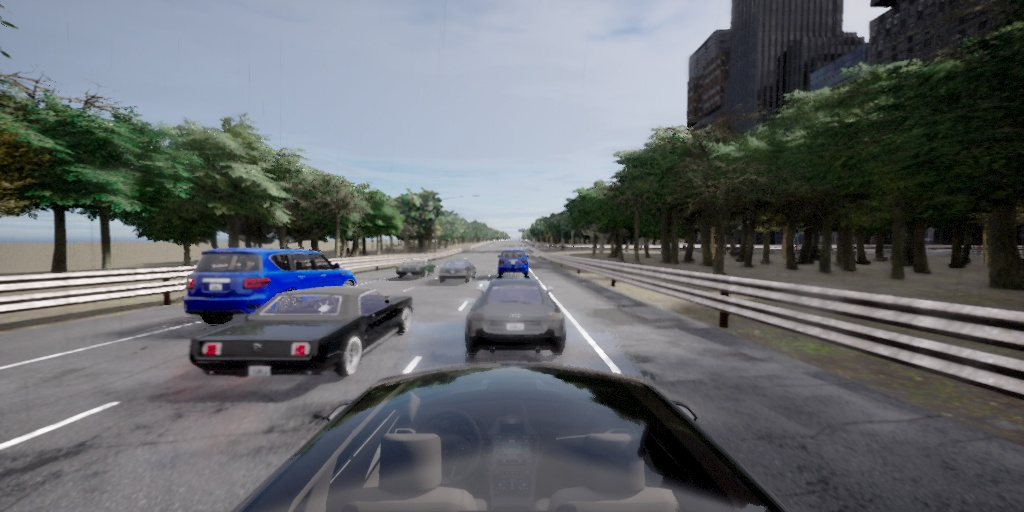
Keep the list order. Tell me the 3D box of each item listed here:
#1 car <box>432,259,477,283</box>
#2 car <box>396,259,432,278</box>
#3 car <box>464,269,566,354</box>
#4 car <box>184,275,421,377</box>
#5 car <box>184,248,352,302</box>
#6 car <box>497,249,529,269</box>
[{"bbox_3d":[-3.433,0.899,23.299,2.033,1.411,5.357,0,1,0],"label":"car"},{"bbox_3d":[-6.920,0.889,26.459,1.895,1.301,4.718,0,1,0],"label":"car"},{"bbox_3d":[0.070,1.196,8.440,1.994,1.385,4.181,0,1,0],"label":"car"},{"bbox_3d":[-3.439,1.256,7.138,1.895,1.301,4.718,0,1,0],"label":"car"},{"bbox_3d":[-6.924,0.800,11.121,2.150,2.045,5.566,0,1,1],"label":"car"},{"bbox_3d":[0.085,0.499,26.923,2.150,2.045,5.566,0,1,0],"label":"car"}]
